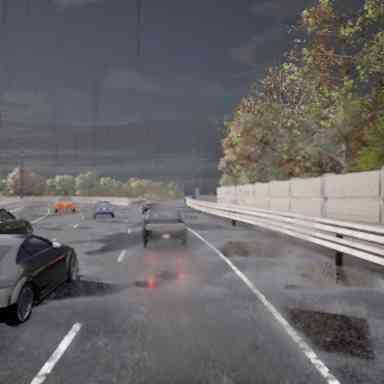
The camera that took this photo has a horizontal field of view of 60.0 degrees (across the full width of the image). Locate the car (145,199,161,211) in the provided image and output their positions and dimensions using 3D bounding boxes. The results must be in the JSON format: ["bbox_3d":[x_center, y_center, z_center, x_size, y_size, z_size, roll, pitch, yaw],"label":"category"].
[{"bbox_3d":[-4.951,1.636,42.922,1.895,1.301,4.718,0,0,-4],"label":"car"}]

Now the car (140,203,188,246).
[{"bbox_3d":[-1.332,1.502,15.271,2.128,1.511,4.902,0,0,-8],"label":"car"}]

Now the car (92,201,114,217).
[{"bbox_3d":[-8.488,1.593,31.720,2.033,1.411,5.357,0,0,-18],"label":"car"}]

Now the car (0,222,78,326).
[{"bbox_3d":[-3.885,1.582,7.064,1.994,1.385,4.181,0,0,-4],"label":"car"}]

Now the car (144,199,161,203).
[{"bbox_3d":[-4.243,1.536,34.771,1.837,1.490,4.892,0,0,-7],"label":"car"}]

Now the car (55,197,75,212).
[{"bbox_3d":[-15.225,1.426,39.817,2.097,1.767,4.553,0,0,-22],"label":"car"}]

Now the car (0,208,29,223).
[{"bbox_3d":[-7.994,1.389,13.027,2.097,1.767,4.553,0,0,-7],"label":"car"}]
